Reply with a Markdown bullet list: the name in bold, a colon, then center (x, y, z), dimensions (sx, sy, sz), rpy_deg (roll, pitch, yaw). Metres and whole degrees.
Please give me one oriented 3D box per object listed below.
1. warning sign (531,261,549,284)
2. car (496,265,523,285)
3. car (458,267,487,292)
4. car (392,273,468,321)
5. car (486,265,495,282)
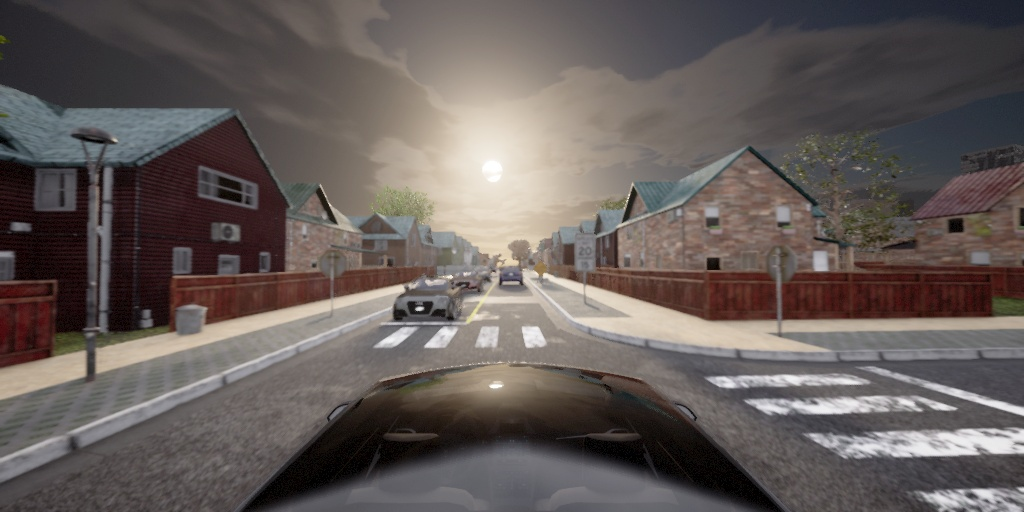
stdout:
- **warning sign**: center (2.345, 1.300, 29.135), dimensions (1.300, 1.860, 1.060), rpy_deg (0, 0, 0)
- **car**: center (-0.095, 1.599, 32.155), dimensions (2.097, 1.767, 4.553), rpy_deg (0, -1, 0)
- **car**: center (-2.990, 1.671, 24.156), dimensions (1.994, 1.385, 4.181), rpy_deg (0, -1, -1)
- **car**: center (-2.927, 1.489, 13.209), dimensions (1.994, 1.385, 4.181), rpy_deg (0, -1, -1)
- **car**: center (-3.068, 1.843, 36.599), dimensions (1.837, 1.490, 4.892), rpy_deg (0, -1, 0)
